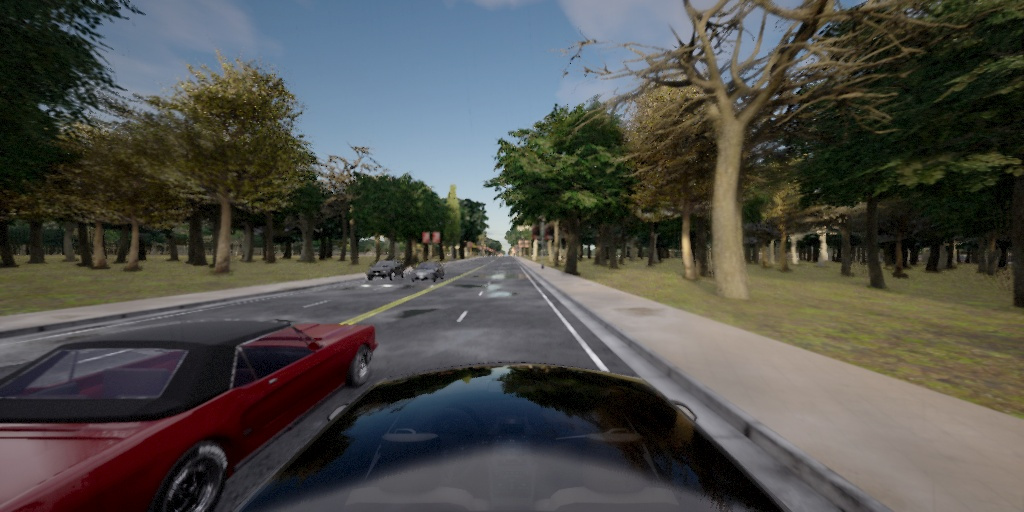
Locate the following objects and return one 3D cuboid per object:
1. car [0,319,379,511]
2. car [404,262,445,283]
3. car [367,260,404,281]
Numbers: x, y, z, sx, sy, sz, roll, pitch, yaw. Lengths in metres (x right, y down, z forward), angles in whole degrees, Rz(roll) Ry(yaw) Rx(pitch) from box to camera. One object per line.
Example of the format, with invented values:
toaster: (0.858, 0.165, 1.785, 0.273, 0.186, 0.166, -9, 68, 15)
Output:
car: (-3.151, 1.350, 3.899, 1.895, 1.301, 4.718, 0, 0, 0)
car: (-6.550, 1.239, 28.364, 2.128, 1.511, 4.902, 0, 0, 0)
car: (-9.799, 1.041, 28.353, 1.837, 1.490, 4.892, 0, 0, 0)
